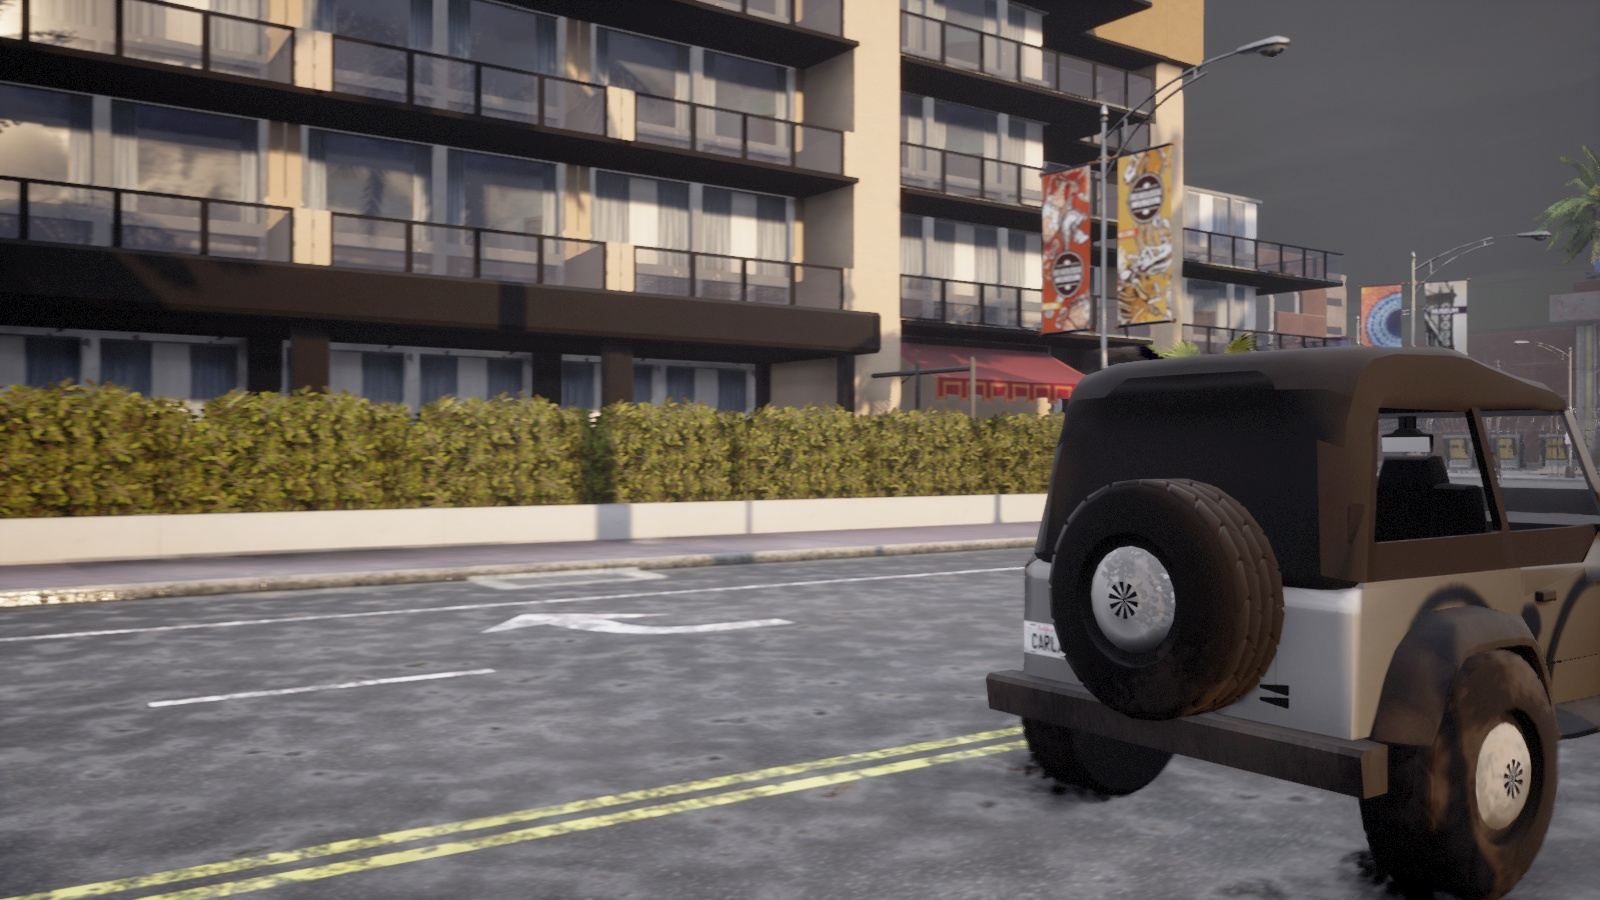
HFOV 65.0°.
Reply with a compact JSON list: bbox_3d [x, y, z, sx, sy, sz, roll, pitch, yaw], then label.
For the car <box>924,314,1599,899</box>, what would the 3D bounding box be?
[{"bbox_3d":[2.642,0.549,5.499,3.866,1.878,1.905,0,0,-35],"label":"car"}]
